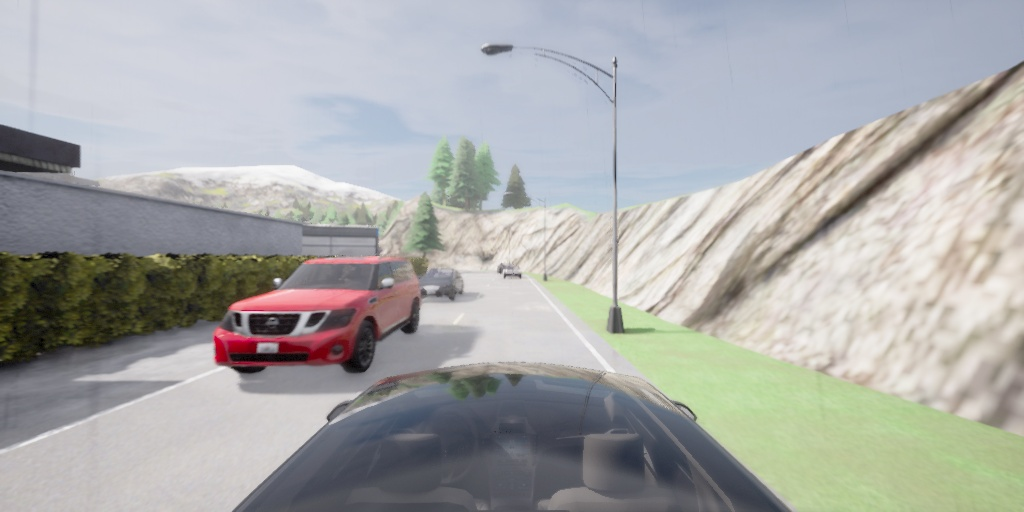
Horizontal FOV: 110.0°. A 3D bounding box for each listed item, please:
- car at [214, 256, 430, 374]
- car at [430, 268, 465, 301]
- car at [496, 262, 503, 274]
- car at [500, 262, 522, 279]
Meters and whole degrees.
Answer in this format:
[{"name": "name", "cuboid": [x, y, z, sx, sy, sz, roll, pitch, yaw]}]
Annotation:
[{"name": "car", "cuboid": [-3.602, 1.017, 8.021, 2.150, 2.045, 5.566, 0, 0, 0]}, {"name": "car", "cuboid": [-3.596, 1.361, 18.423, 2.128, 1.511, 4.902, 0, 0, 0]}, {"name": "car", "cuboid": [-0.929, 1.567, 47.077, 2.128, 1.511, 4.902, 0, 0, -9]}, {"name": "car", "cuboid": [0.016, 1.601, 36.685, 1.895, 1.301, 4.718, 0, 0, -1]}]
